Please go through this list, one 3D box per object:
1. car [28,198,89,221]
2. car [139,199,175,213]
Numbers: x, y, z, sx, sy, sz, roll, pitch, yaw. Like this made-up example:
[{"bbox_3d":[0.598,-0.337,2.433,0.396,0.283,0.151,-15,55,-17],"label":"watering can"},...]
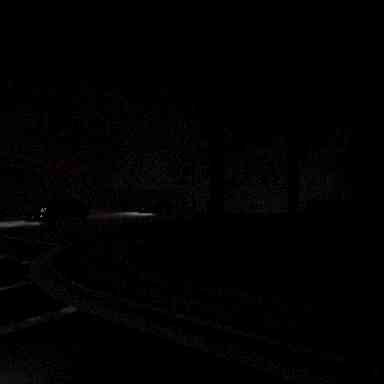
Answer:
[{"bbox_3d":[-10.595,1.319,26.590,2.097,1.767,4.553,0,0,34],"label":"car"},{"bbox_3d":[-3.764,1.492,36.691,1.812,1.442,4.674,0,0,34],"label":"car"}]
